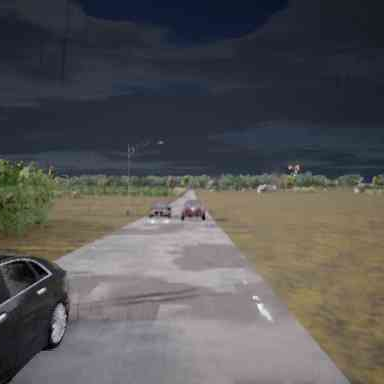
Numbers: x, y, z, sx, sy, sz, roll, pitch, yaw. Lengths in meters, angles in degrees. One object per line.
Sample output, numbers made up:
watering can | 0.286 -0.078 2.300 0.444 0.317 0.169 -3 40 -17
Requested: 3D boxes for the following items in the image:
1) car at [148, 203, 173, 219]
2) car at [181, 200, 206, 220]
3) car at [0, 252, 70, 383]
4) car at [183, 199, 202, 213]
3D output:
car | -2.857 1.727 30.753 1.994 1.385 4.181 0 0 0
car | 0.094 1.505 29.587 2.097 1.767 4.553 0 -1 0
car | -2.853 1.523 3.489 1.837 1.490 4.892 0 -1 0
car | 0.080 1.715 41.185 2.128 1.511 4.902 0 0 0
